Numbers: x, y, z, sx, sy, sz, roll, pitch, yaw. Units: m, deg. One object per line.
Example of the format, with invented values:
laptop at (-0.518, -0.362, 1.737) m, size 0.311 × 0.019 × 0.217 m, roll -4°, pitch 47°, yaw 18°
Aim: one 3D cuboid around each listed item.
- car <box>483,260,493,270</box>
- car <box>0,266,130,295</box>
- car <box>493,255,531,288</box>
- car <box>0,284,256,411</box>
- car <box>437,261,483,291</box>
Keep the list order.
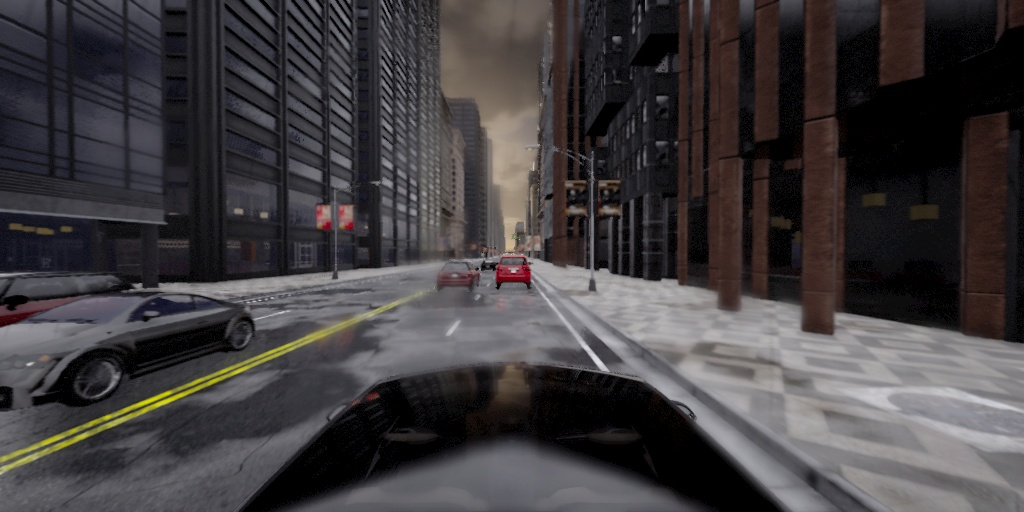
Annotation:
car at (-3.152, 1.229, 49.535) m, size 1.882 × 1.535 × 5.008 m, roll 0°, pitch 0°, yaw 0°
car at (-9.841, 1.104, 6.846) m, size 2.097 × 1.767 × 4.553 m, roll 0°, pitch 0°, yaw 0°
car at (0.096, 0.981, 23.715) m, size 2.150 × 2.045 × 5.566 m, roll 0°, pitch 0°, yaw 0°
car at (-6.592, 1.315, 6.102) m, size 1.994 × 1.385 × 4.181 m, roll 0°, pitch 0°, yaw 0°
car at (-3.152, 1.108, 21.897) m, size 2.097 × 1.767 × 4.553 m, roll 0°, pitch 0°, yaw 0°
